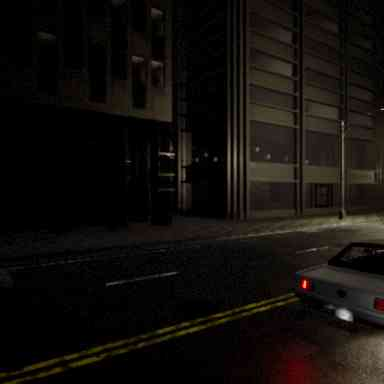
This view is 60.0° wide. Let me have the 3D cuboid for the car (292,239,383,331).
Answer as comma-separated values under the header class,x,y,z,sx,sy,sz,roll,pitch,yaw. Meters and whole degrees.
class,x,y,z,sx,sy,sz,roll,pitch,yaw
car,4.146,1.593,6.397,4.718,1.301,1.895,0,0,-36
